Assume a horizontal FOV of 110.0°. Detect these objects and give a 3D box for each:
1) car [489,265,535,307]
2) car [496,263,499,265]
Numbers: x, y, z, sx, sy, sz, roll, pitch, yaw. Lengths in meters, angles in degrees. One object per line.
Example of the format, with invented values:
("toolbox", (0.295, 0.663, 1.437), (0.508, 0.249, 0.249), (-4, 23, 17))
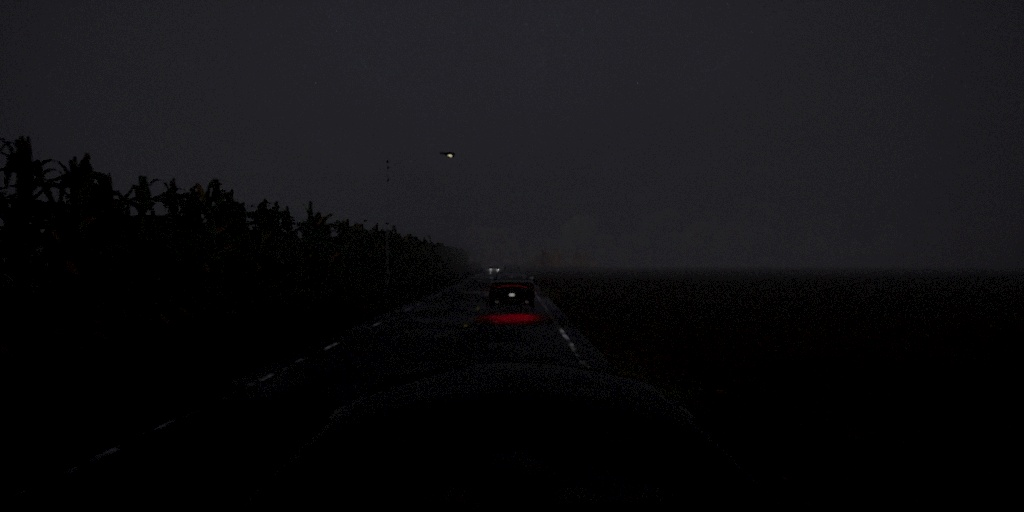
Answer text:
("car", (-0.004, 1.359, 16.306), (1.882, 1.535, 5.008), (0, 0, 0))
("car", (-0.015, 1.504, 31.117), (2.128, 1.511, 4.902), (0, 0, 0))
